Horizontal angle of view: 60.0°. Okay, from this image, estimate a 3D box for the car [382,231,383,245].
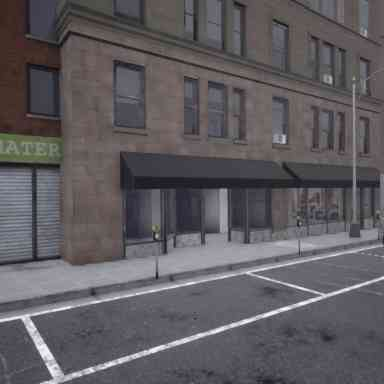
[{"bbox_3d":[9.271,1.540,13.189,4.507,1.381,1.887,0,-1,-36],"label":"car"}]
